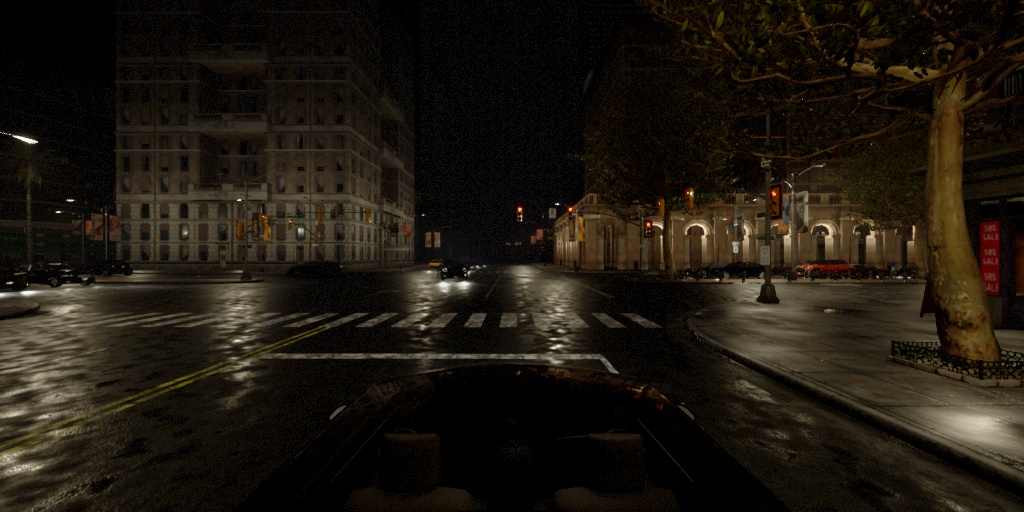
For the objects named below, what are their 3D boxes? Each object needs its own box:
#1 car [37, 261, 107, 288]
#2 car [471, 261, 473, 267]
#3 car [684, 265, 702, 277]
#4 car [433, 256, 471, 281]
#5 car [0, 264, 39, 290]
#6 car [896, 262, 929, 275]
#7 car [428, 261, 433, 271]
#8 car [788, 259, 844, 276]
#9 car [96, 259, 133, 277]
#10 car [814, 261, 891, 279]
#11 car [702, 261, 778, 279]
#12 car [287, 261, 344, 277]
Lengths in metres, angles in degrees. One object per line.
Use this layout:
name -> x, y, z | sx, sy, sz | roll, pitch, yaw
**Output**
car -> -30.235, 1.242, 23.398 | 4.902, 1.511, 2.128 | 0, 0, 1
car -> -6.889, 1.228, 50.004 | 1.882, 1.535, 5.008 | 0, 0, -2
car -> 19.649, 1.297, 34.666 | 5.357, 1.411, 2.033 | 0, 0, 1
car -> -5.163, 1.102, 30.345 | 2.097, 1.767, 4.553 | 0, 0, -19
car -> -29.795, 1.314, 19.887 | 4.181, 1.385, 1.994 | 0, 0, 1
car -> 40.498, 1.297, 34.480 | 5.357, 1.411, 2.033 | 0, 0, 1
car -> -10.470, 1.228, 50.518 | 1.882, 1.535, 5.008 | 0, 0, 0
car -> 29.938, 1.102, 34.577 | 4.553, 1.767, 2.097 | 0, 0, 0
car -> -40.254, 1.102, 35.167 | 4.553, 1.767, 2.097 | 0, 0, 0
car -> 29.581, 1.351, 31.082 | 4.718, 1.301, 1.895 | 0, 0, 1
car -> 19.704, 1.228, 31.165 | 5.008, 1.535, 1.882 | 0, 0, 0
car -> -19.387, 1.241, 35.506 | 4.902, 1.511, 2.128 | 0, 0, -17
